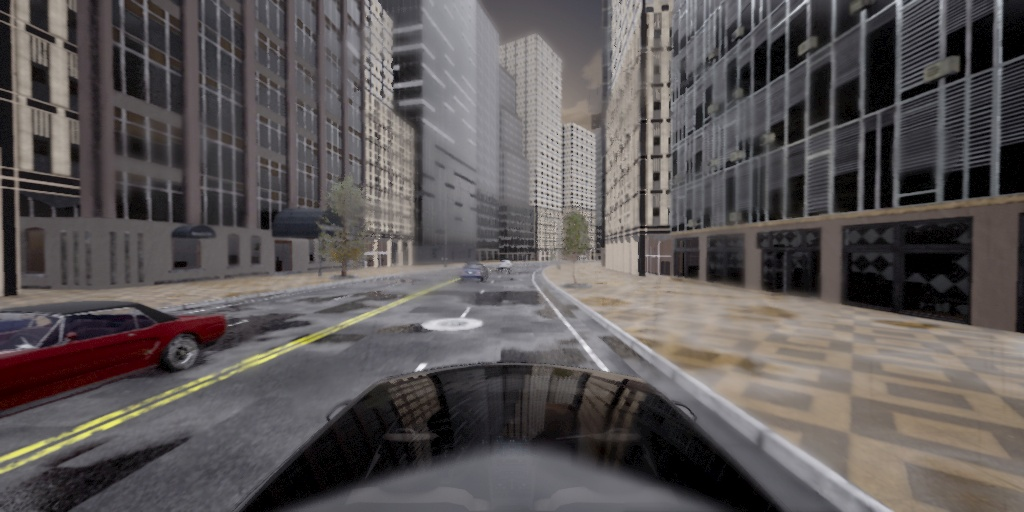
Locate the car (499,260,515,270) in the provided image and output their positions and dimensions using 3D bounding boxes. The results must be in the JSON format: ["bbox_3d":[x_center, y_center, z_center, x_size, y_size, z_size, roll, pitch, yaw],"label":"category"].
[{"bbox_3d":[-0.827,1.309,53.356,1.812,1.442,4.674,0,0,8],"label":"car"}]

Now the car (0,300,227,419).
[{"bbox_3d":[-6.592,1.350,4.856,1.895,1.301,4.718,0,0,0],"label":"car"}]

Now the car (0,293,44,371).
[{"bbox_3d":[-9.843,1.350,4.456,1.895,1.301,4.718,0,0,0],"label":"car"}]

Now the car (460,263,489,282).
[{"bbox_3d":[-2.972,1.302,29.366,2.033,1.411,5.357,0,0,2],"label":"car"}]
